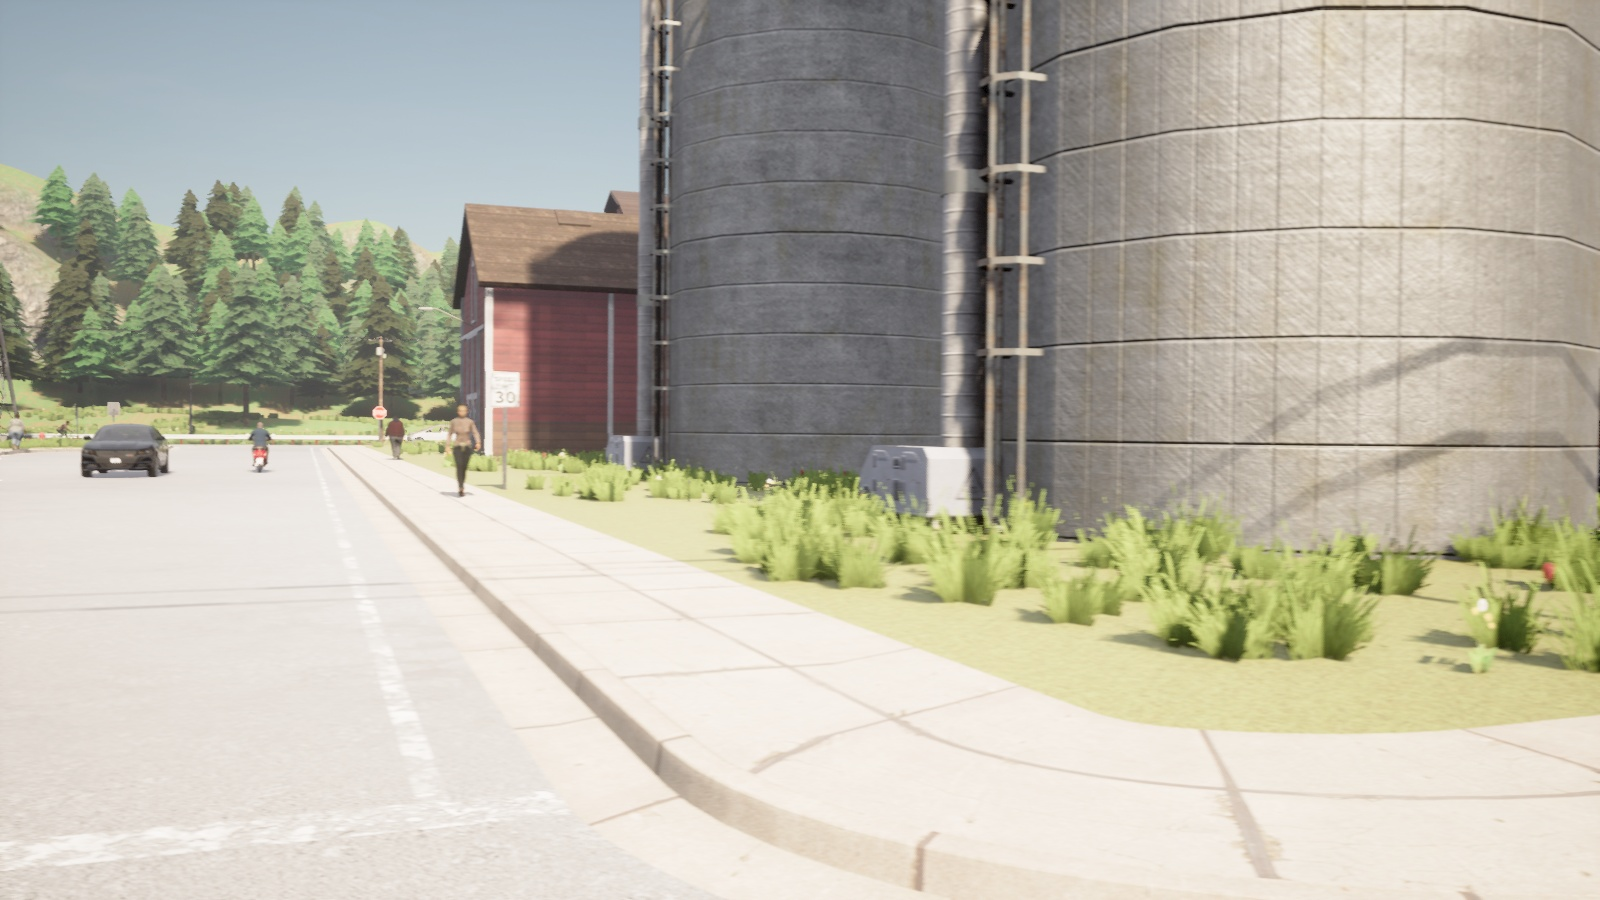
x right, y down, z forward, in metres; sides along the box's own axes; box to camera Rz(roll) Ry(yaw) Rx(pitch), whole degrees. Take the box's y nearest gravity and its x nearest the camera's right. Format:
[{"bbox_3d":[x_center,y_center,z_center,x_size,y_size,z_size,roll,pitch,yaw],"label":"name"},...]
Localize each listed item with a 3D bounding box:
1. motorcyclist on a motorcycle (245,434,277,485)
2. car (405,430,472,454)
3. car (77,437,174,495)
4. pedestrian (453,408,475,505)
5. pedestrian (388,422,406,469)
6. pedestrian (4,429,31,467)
[{"bbox_3d":[-17.244,0.285,40.237,0.866,1.590,1.817,-1,1,-22],"label":"motorcyclist on a motorcycle"},{"bbox_3d":[-26.916,-0.605,93.499,4.611,1.667,2.242,-1,1,-21],"label":"car"},{"bbox_3d":[-19.584,0.399,36.647,1.882,1.535,5.008,-1,1,-22],"label":"car"},{"bbox_3d":[-6.488,0.123,24.240,0.331,1.846,0.634,-1,1,-18],"label":"pedestrian"},{"bbox_3d":[-16.029,-0.192,49.939,0.634,1.844,0.899,-1,1,-20],"label":"pedestrian"},{"bbox_3d":[-37.803,-0.103,60.678,0.874,1.855,0.900,-1,1,-20],"label":"pedestrian"}]
